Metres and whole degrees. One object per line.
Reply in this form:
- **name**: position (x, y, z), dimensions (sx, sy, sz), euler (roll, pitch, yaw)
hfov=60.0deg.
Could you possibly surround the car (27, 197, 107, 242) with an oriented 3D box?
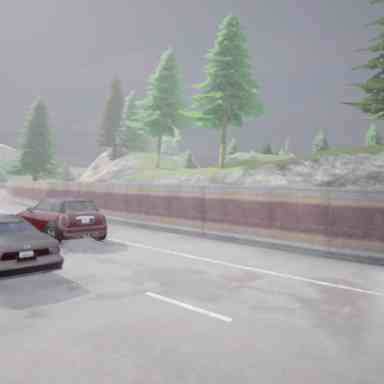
- **car**: position (-5.410, 1.002, 13.529), dimensions (4.553, 1.767, 2.097), euler (3, 1, 43)

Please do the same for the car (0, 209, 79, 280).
- **car**: position (-5.331, 1.272, 8.658), dimensions (5.357, 1.411, 2.033), euler (2, 1, 42)
